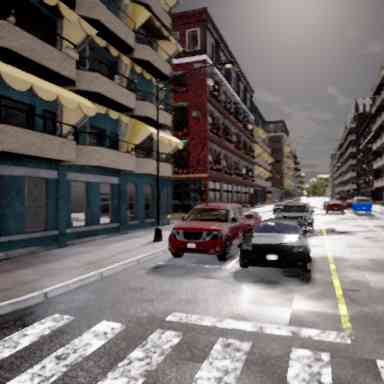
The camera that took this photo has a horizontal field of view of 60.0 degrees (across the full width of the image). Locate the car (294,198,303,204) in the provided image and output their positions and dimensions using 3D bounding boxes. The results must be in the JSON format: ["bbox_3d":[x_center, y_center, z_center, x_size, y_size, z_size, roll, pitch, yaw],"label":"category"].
[{"bbox_3d":[24.159,2.112,75.573,1.802,1.307,4.206,0,0,20],"label":"car"}]

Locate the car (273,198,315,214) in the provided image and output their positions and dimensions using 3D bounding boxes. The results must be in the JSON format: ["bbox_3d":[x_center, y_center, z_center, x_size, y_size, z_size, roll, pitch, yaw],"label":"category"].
[{"bbox_3d":[6.182,1.448,19.836,2.097,1.767,4.553,-1,-1,20],"label":"car"}]

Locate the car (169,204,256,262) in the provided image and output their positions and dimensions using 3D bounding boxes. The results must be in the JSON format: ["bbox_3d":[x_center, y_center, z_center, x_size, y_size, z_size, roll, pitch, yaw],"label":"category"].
[{"bbox_3d":[0.859,1.402,12.916,2.192,1.841,5.009,0,0,20],"label":"car"}]

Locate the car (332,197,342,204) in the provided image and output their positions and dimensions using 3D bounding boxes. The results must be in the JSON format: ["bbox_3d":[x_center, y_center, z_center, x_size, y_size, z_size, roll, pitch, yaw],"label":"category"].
[{"bbox_3d":[34.000,1.945,77.998,1.752,1.417,4.829,0,0,20],"label":"car"}]

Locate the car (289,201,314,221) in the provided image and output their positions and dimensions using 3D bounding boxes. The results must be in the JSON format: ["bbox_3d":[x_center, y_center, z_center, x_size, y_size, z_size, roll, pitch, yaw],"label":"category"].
[{"bbox_3d":[9.782,1.642,29.484,1.882,1.535,5.008,-1,-1,20],"label":"car"}]

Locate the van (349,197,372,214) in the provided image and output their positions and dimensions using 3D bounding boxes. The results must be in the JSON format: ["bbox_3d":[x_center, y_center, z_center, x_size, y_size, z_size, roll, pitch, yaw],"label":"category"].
[{"bbox_3d":[18.407,1.463,36.068,1.690,1.788,3.998,0,0,20],"label":"van"}]

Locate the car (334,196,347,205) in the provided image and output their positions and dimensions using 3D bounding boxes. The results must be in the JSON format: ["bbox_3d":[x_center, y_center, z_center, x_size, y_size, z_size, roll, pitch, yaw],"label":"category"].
[{"bbox_3d":[30.057,1.659,67.397,2.192,1.841,5.009,0,0,20],"label":"car"}]

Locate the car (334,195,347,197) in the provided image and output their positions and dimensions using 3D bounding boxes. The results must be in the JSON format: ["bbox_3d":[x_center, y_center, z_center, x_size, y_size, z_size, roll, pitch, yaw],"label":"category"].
[{"bbox_3d":[28.115,1.621,62.176,2.192,1.841,5.009,0,0,20],"label":"car"}]

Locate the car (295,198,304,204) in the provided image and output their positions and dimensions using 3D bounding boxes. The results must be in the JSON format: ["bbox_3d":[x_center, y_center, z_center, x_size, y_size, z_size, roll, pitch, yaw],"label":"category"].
[{"bbox_3d":[26.101,2.149,80.795,1.802,1.307,4.206,0,0,20],"label":"car"}]

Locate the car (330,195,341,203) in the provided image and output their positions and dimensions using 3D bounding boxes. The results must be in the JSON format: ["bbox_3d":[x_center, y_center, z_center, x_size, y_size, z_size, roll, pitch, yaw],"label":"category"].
[{"bbox_3d":[35.883,1.771,83.062,2.192,1.841,5.009,0,0,20],"label":"car"}]

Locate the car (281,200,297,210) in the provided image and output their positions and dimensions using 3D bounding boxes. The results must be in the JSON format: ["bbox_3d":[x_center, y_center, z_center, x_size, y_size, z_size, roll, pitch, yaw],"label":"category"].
[{"bbox_3d":[14.451,1.910,49.465,1.947,1.339,4.313,0,0,20],"label":"car"}]

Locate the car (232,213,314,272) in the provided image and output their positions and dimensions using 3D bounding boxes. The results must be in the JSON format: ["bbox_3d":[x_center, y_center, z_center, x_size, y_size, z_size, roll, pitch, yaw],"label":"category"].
[{"bbox_3d":[2.859,1.598,10.899,1.994,1.385,4.181,-1,-1,20],"label":"car"}]

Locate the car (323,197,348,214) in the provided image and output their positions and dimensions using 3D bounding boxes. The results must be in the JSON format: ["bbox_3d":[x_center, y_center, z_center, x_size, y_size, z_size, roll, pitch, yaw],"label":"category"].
[{"bbox_3d":[16.358,1.655,38.162,1.882,1.535,5.008,-1,-1,21],"label":"car"}]

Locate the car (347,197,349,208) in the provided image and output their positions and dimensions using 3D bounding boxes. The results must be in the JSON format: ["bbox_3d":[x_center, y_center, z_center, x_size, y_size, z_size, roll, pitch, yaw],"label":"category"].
[{"bbox_3d":[22.291,1.740,46.509,1.887,1.381,4.507,0,0,20],"label":"car"}]

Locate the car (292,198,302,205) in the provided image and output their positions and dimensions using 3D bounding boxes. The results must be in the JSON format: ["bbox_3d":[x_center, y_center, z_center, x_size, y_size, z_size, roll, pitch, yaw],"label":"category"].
[{"bbox_3d":[22.218,2.037,70.353,1.887,1.381,4.507,0,0,20],"label":"car"}]

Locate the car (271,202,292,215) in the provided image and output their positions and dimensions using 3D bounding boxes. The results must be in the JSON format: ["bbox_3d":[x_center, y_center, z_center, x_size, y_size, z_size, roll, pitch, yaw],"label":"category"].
[{"bbox_3d":[10.568,1.836,39.022,1.947,1.339,4.313,0,0,20],"label":"car"}]
